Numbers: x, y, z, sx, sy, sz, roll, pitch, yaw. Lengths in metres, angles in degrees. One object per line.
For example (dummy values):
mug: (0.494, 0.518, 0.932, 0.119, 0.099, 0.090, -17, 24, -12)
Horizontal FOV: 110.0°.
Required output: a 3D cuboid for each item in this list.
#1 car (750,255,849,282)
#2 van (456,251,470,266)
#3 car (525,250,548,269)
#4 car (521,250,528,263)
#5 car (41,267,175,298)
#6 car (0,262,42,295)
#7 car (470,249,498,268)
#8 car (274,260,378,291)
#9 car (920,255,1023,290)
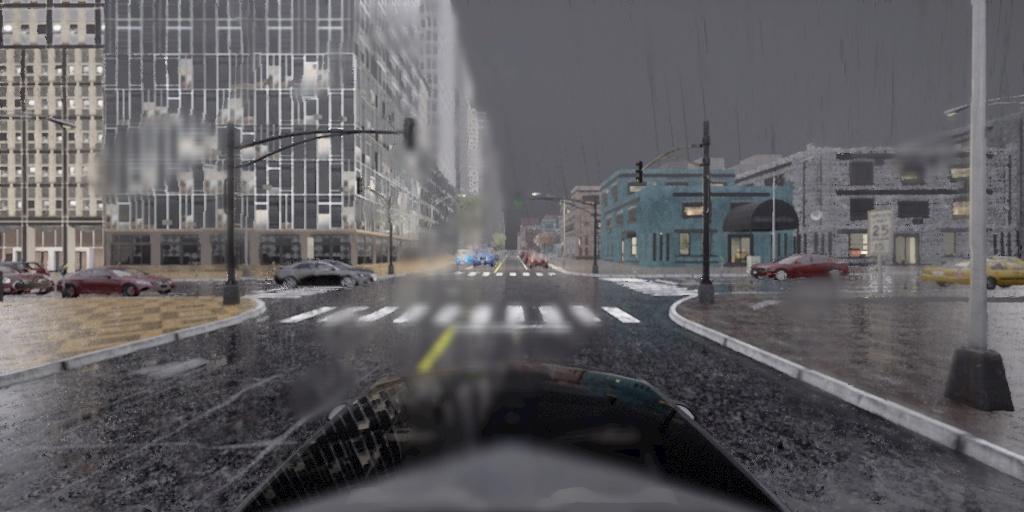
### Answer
car: (16.937, 0.685, 21.273, 5.008, 1.535, 1.882, -1, 0, 1)
van: (-5.679, 0.246, 43.292, 1.690, 1.789, 3.998, 0, 0, 0)
car: (2.701, 0.460, 37.655, 1.967, 1.591, 4.097, 0, 0, 0)
car: (2.704, 0.104, 49.001, 2.192, 1.841, 5.009, 0, 0, 0)
car: (-17.416, 1.124, 15.827, 4.207, 1.307, 1.802, 0, 0, 1)
car: (-23.099, 1.035, 15.885, 4.097, 1.591, 1.967, 0, 0, 1)
car: (-3.070, 0.187, 40.321, 2.150, 2.045, 5.566, 0, 1, 0)
car: (-9.495, 0.954, 18.431, 4.902, 1.511, 2.128, -1, 1, 1)
car: (20.693, 0.715, 15.444, 4.829, 1.417, 1.751, 0, 0, 1)
